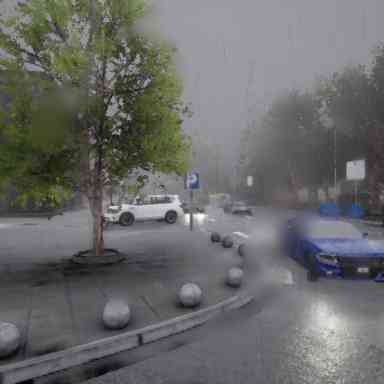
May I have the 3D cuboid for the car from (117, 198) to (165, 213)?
[{"bbox_3d":[-5.884,1.494,38.480,5.008,1.535,2.097,-1,0,-30],"label":"car"}]

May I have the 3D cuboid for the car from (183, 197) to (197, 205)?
[{"bbox_3d":[-0.448,1.597,62.107,1.994,1.385,4.181,0,0,-10],"label":"car"}]

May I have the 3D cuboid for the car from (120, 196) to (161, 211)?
[{"bbox_3d":[-6.438,1.370,41.431,4.553,1.767,2.185,-1,0,-30],"label":"car"}]

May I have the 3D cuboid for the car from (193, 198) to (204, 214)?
[{"bbox_3d":[0.018,1.572,35.352,1.994,1.385,4.181,0,0,-10],"label":"car"}]

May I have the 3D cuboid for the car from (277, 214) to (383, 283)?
[{"bbox_3d":[3.907,1.479,9.941,1.882,1.535,5.008,1,0,2],"label":"car"}]

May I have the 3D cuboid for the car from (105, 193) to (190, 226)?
[{"bbox_3d":[-3.315,1.238,23.663,5.566,2.045,2.435,-1,0,-30],"label":"car"}]

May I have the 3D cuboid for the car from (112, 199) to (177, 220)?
[{"bbox_3d":[-4.178,1.486,29.698,5.366,1.575,1.946,-1,0,-30],"label":"car"}]

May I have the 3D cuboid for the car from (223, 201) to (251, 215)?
[{"bbox_3d":[4.527,1.572,34.156,1.994,1.385,4.181,0,0,-10],"label":"car"}]

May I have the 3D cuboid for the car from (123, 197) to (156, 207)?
[{"bbox_3d":[-8.425,1.535,53.299,4.792,1.488,2.163,-1,0,-30],"label":"car"}]

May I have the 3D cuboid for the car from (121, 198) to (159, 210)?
[{"bbox_3d":[-6.919,1.537,44.401,4.674,1.452,2.002,-1,0,-30],"label":"car"}]

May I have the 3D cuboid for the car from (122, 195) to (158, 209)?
[{"bbox_3d":[-7.399,1.373,47.372,4.553,1.767,2.185,-1,0,-30],"label":"car"}]

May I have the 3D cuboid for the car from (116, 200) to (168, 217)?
[{"bbox_3d":[-4.864,1.532,32.564,4.674,1.452,2.002,-1,0,-30],"label":"car"}]

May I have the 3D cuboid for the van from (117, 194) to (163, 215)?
[{"bbox_3d":[-5.478,1.269,35.459,4.442,1.987,1.878,-1,0,-30],"label":"van"}]

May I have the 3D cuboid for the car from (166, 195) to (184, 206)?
[{"bbox_3d":[-2.727,1.261,51.617,2.128,1.511,4.902,0,0,-10],"label":"car"}]

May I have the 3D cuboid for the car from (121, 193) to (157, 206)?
[{"bbox_3d":[-8.936,1.259,56.255,5.566,2.045,2.435,-1,0,-30],"label":"car"}]

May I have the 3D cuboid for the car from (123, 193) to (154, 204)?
[{"bbox_3d":[-10.476,1.278,65.140,5.566,2.045,2.435,-1,0,-30],"label":"car"}]
